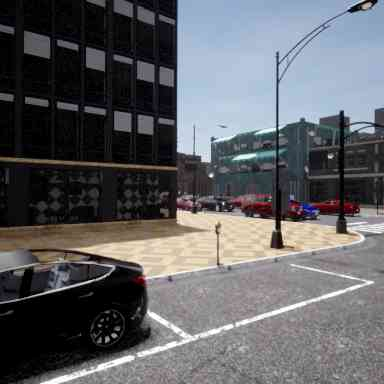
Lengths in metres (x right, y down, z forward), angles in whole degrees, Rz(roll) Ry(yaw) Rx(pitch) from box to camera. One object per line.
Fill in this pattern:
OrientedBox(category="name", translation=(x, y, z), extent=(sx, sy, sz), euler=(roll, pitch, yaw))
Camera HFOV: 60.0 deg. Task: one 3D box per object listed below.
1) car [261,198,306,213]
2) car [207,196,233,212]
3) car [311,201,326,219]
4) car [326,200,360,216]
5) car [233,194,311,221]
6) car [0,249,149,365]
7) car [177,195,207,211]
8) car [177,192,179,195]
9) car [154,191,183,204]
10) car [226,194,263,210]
OrientedBox(category="car", translation=(9.314, 1.340, 34.218), extent=(1.802, 1.307, 4.206), euler=(1, 0, -36))
OrientedBox(category="car", translation=(2.310, 1.186, 33.962), extent=(1.837, 1.490, 4.892), euler=(0, 1, -36))
OrientedBox(category="car", translation=(7.808, 1.322, 26.464), extent=(1.812, 1.442, 4.674), euler=(0, 1, -38))
OrientedBox(category="car", translation=(12.595, 1.371, 29.747), extent=(1.887, 1.381, 4.507), euler=(1, 0, -36))
OrientedBox(category="car", translation=(5.845, 1.101, 24.789), extent=(2.192, 1.841, 5.009), euler=(1, 0, -36))
OrientedBox(category="car", translation=(-2.688, 1.566, 4.636), extent=(4.313, 1.339, 1.947), euler=(0, 0, -35))
OrientedBox(category="car", translation=(-0.724, 1.231, 33.732), extent=(1.802, 1.307, 4.206), euler=(1, 0, -36))
OrientedBox(category="car", translation=(-0.530, 1.101, 47.632), extent=(2.008, 1.369, 4.403), euler=(1, 0, -36))
OrientedBox(category="car", translation=(-3.806, 0.794, 52.103), extent=(2.192, 1.841, 5.009), euler=(1, 0, -36))
OrientedBox(category="car", translation=(6.034, 1.130, 38.690), extent=(1.967, 1.590, 4.097), euler=(1, 0, -36))
